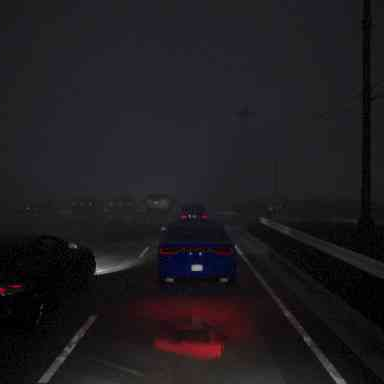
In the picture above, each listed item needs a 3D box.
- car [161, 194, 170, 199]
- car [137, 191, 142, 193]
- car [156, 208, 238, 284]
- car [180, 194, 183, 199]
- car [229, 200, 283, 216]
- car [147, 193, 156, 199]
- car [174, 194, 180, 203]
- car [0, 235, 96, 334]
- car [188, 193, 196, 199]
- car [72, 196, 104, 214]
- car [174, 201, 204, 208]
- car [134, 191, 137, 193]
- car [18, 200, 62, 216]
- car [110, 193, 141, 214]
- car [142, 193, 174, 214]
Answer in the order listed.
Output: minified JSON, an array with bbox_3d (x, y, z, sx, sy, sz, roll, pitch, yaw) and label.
[{"bbox_3d":[-7.001,1.213,88.760,1.994,1.385,4.181,0,0,0],"label":"car"},{"bbox_3d":[-14.001,0.880,87.155,2.150,2.045,5.566,0,0,0],"label":"car"},{"bbox_3d":[0.100,1.442,9.446,1.882,1.535,5.008,0,0,0],"label":"car"},{"bbox_3d":[-3.501,1.180,89.349,1.812,1.442,4.674,0,0,0],"label":"car"},{"bbox_3d":[5.865,1.431,30.871,2.033,1.411,5.357,0,0,-36],"label":"car"},{"bbox_3d":[-10.501,1.155,87.126,1.837,1.490,4.892,0,0,0],"label":"car"},{"bbox_3d":[-3.401,1.363,53.324,1.994,1.385,4.181,0,0,0],"label":"car"},{"bbox_3d":[-3.400,1.538,6.681,1.994,1.385,4.181,0,0,0],"label":"car"},{"bbox_3d":[-0.001,1.259,87.574,1.895,1.301,4.718,0,0,0],"label":"car"},{"bbox_3d":[-10.401,1.226,33.588,2.097,1.767,4.553,0,0,0],"label":"car"},{"bbox_3d":[0.103,1.466,21.586,2.033,1.411,5.357,0,0,-1],"label":"car"},{"bbox_3d":[-10.402,1.156,52.077,2.097,1.767,4.553,0,0,0],"label":"car"},{"bbox_3d":[-13.900,1.432,30.723,2.033,1.411,5.357,0,0,0],"label":"car"},{"bbox_3d":[-6.900,1.225,33.971,2.097,1.767,4.553,0,0,0],"label":"car"},{"bbox_3d":[-3.401,1.092,34.363,2.150,2.045,5.566,0,0,0],"label":"car"}]
